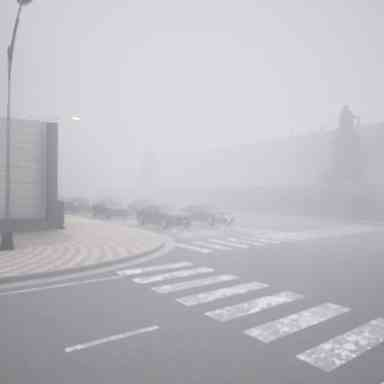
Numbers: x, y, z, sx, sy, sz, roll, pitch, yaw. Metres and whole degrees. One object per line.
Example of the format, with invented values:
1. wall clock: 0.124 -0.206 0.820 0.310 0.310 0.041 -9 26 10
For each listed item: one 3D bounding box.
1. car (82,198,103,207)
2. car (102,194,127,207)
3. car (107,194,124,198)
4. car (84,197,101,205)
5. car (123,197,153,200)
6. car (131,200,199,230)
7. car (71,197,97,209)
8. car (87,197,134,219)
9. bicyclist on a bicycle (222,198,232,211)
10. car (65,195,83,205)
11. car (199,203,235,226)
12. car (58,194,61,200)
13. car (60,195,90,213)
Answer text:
1. car: -16.430 1.699 54.714 1.895 1.301 4.718 1 0 -36
2. car: -13.153 1.349 55.981 2.150 2.045 5.566 1 0 -36
3. car: -9.473 1.420 38.615 2.097 1.767 4.553 1 0 -35
4. car: -19.360 1.653 64.666 1.812 1.442 4.674 1 0 -36
5. car: -4.340 1.420 31.428 2.097 1.767 4.553 1 0 -36
6. car: -1.923 1.516 22.022 1.882 1.535 5.008 1 0 -36
7. car: -15.168 1.558 46.614 2.128 1.511 4.902 1 0 -35
8. car: -7.372 1.516 29.650 1.882 1.535 5.008 1 0 -35
9. bicyclist on a bicycle: 4.056 1.462 38.570 1.656 1.620 0.582 0 0 -36
10. car: -22.391 1.449 62.940 2.097 1.767 4.553 1 0 -36
11. car: 1.011 1.560 23.934 2.128 1.511 4.902 1 0 -36
12. car: -18.946 1.259 45.896 2.150 2.045 5.566 1 0 -35
13. car: -12.742 1.390 37.179 2.097 1.767 4.553 1 0 -36
